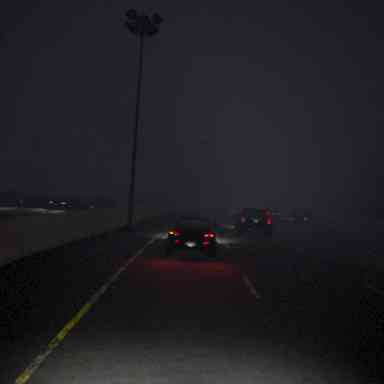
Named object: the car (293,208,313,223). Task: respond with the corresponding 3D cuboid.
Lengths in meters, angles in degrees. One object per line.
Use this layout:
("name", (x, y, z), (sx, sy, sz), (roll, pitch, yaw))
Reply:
("car", (13.121, 2.723, 39.393), (1.837, 1.490, 4.892), (3, 0, 11))

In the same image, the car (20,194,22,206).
("car", (-16.040, 0.731, 34.307), (2.128, 1.511, 4.902), (4, -1, 7))

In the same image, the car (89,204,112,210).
("car", (-9.101, 1.222, 33.523), (1.837, 1.490, 4.892), (4, -1, 7))

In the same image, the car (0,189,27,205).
("car", (-19.544, 0.515, 34.438), (1.837, 1.490, 4.892), (4, -1, 7))

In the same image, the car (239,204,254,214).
("car", (8.708, 2.641, 52.637), (1.895, 1.301, 4.718), (4, -1, 14))

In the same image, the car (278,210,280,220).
("car", (9.601, 2.536, 40.083), (2.033, 1.411, 5.357), (4, -1, 11))

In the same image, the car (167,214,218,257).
("car", (0.059, 1.649, 13.752), (1.812, 1.442, 4.674), (4, 0, 2))

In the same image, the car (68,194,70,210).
("car", (-12.571, 0.990, 33.919), (1.837, 1.490, 4.892), (4, -1, 7))

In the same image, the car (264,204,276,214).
("car", (13.625, 2.937, 57.690), (1.812, 1.442, 4.674), (4, -1, 15))

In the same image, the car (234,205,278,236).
("car", (4.001, 1.811, 22.141), (2.097, 1.767, 4.553), (4, 0, 4))

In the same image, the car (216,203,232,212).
("car", (5.045, 2.357, 52.194), (1.994, 1.385, 4.181), (4, 0, 13))
